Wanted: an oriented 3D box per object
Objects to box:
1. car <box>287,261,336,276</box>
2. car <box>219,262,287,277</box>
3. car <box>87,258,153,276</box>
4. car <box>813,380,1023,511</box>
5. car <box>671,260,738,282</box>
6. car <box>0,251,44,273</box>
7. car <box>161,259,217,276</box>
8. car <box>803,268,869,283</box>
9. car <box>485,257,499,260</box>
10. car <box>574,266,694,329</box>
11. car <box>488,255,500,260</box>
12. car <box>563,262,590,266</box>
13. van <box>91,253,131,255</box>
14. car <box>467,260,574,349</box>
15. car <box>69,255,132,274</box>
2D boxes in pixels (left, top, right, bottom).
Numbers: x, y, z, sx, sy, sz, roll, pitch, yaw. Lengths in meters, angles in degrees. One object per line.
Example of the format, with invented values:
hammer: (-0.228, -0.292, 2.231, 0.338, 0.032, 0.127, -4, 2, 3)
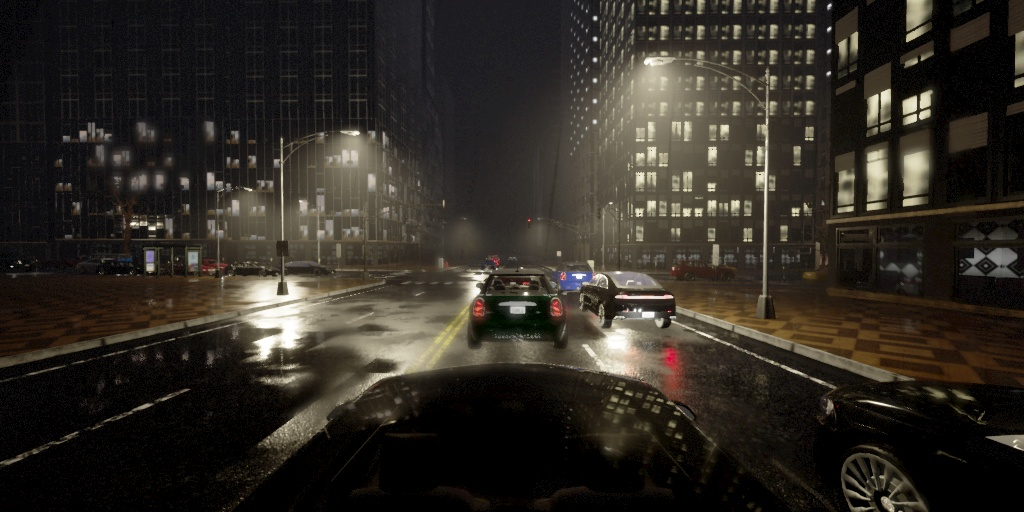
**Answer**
car: (-19.660, 1.139, 33.980, 5.357, 1.411, 2.033, 0, 1, 0)
car: (-22.689, 1.173, 31.353, 4.313, 1.339, 1.948, 0, 0, 1)
car: (-34.053, 1.069, 31.676, 4.313, 1.339, 1.948, 0, 0, 1)
car: (3.344, 1.242, 0.888, 2.128, 1.511, 4.902, 0, 0, 0)
car: (16.236, 1.269, 30.769, 5.009, 1.841, 2.192, 0, 0, 1)
car: (-49.755, 0.539, 34.695, 5.566, 2.045, 2.150, 0, 1, -1)
car: (-28.372, 1.138, 31.494, 4.207, 1.307, 1.802, 0, 0, 1)
car: (27.684, 1.579, 30.555, 4.829, 1.417, 1.751, 0, 0, 1)
car: (-3.275, 1.241, 50.808, 1.812, 1.442, 4.674, 0, 0, 0)
car: (3.364, 1.237, 11.280, 2.128, 1.511, 4.902, 0, 0, 0)
car: (-3.243, 0.925, 61.032, 2.150, 2.045, 5.566, 0, 0, 0)
car: (3.377, 1.092, 20.122, 2.097, 1.767, 4.553, 0, 0, 0)
van: (-45.231, 0.605, 40.353, 3.998, 1.789, 1.690, 0, 0, 1)
car: (0.111, 1.099, 9.306, 2.097, 1.767, 4.553, 0, 0, 0)
car: (-38.920, 0.942, 34.419, 4.674, 1.442, 1.812, 1, 1, 2)
